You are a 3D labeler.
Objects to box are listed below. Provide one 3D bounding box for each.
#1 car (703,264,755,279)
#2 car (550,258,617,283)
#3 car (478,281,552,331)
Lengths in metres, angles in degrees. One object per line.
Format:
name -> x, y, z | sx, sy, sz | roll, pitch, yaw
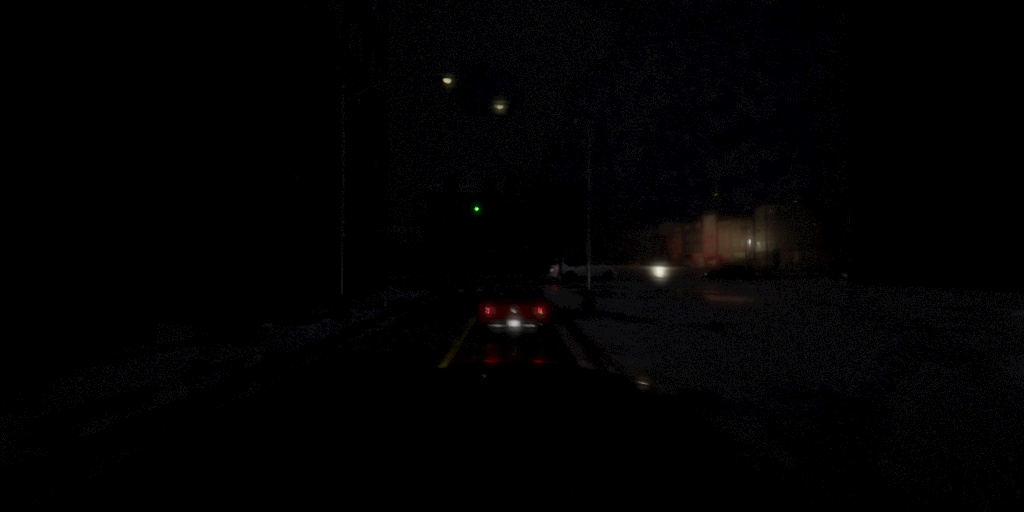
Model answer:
car -> 21.057, 1.492, 34.893 | 4.902, 1.511, 2.128 | 0, -1, -9
car -> 5.952, 1.203, 30.005 | 5.566, 2.045, 2.150 | 0, -2, -14
car -> 0.086, 1.436, 11.269 | 1.895, 1.301, 4.718 | 0, -1, 0
